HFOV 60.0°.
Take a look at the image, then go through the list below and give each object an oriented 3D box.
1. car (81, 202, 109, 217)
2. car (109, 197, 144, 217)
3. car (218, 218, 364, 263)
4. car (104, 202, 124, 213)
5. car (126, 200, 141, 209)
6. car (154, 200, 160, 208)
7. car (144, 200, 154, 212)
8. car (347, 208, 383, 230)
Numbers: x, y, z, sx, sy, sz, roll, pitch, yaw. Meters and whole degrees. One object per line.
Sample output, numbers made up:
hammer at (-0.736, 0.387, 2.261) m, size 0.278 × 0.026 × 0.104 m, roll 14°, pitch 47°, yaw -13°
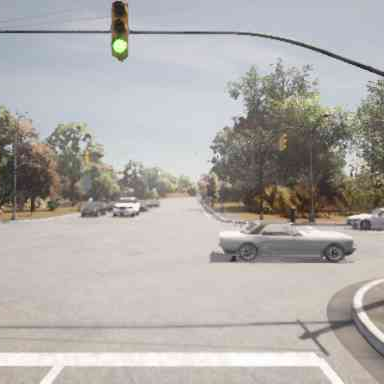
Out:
car at (-10.616, 1.900, 36.325) m, size 1.837 × 1.490 × 4.892 m, roll 0°, pitch -1°, yaw 0°
car at (-7.116, 1.620, 36.701) m, size 2.150 × 2.045 × 5.566 m, roll 0°, pitch -1°, yaw 0°
car at (3.308, 1.734, 12.103) m, size 4.718 × 1.301 × 1.895 m, roll 0°, pitch -1°, yaw 3°
car at (-10.628, 2.059, 45.584) m, size 1.994 × 1.385 × 4.181 m, roll 0°, pitch -1°, yaw -2°
car at (-10.544, 2.159, 60.230) m, size 1.837 × 1.490 × 4.892 m, roll 0°, pitch -1°, yaw 0°
car at (-7.031, 2.228, 62.681) m, size 2.033 × 1.411 × 5.357 m, roll 0°, pitch -1°, yaw 0°
car at (-7.112, 2.057, 46.945) m, size 2.033 × 1.411 × 5.357 m, roll 0°, pitch -1°, yaw 0°
car at (12.767, 1.768, 22.189) m, size 4.674 × 1.442 × 1.812 m, roll 0°, pitch -1°, yaw 3°
